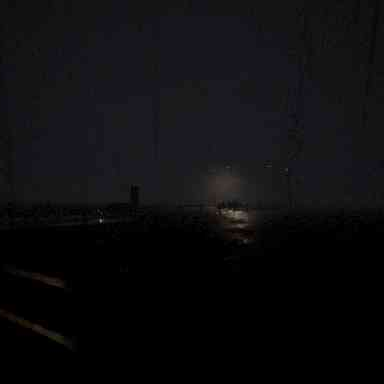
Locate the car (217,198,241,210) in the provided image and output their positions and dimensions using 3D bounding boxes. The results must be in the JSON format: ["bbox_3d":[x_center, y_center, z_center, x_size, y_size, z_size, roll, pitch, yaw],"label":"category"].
[{"bbox_3d":[6.370,2.037,56.614,2.150,2.045,5.566,0,-1,36],"label":"car"}]

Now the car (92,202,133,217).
[{"bbox_3d":[-8.501,1.815,35.912,1.837,1.490,4.892,0,-1,36],"label":"car"}]
